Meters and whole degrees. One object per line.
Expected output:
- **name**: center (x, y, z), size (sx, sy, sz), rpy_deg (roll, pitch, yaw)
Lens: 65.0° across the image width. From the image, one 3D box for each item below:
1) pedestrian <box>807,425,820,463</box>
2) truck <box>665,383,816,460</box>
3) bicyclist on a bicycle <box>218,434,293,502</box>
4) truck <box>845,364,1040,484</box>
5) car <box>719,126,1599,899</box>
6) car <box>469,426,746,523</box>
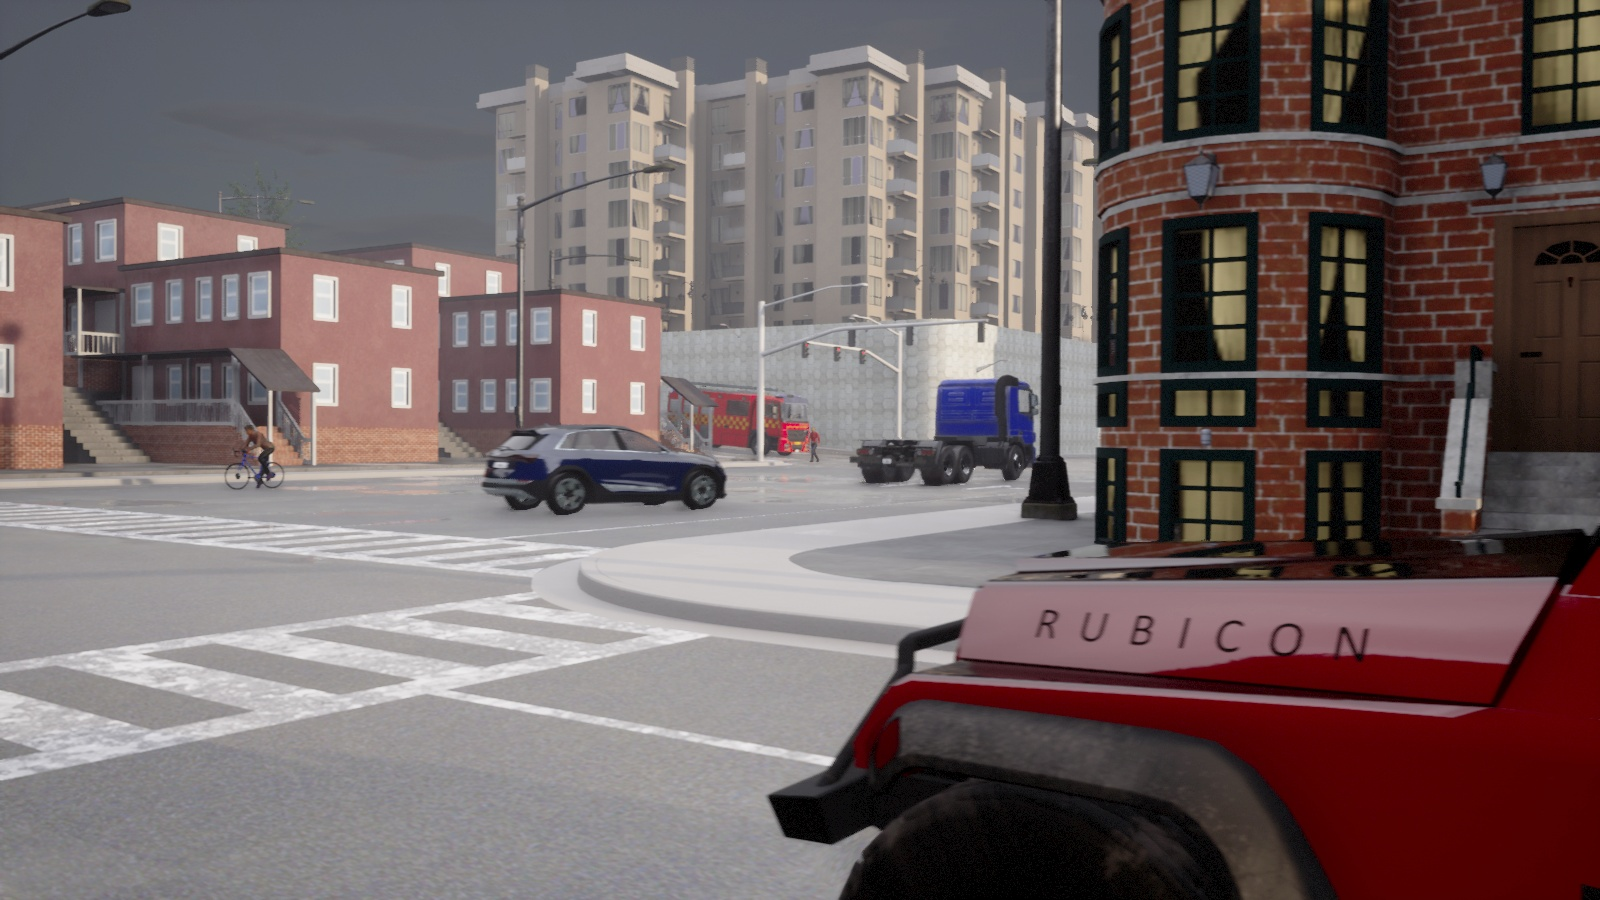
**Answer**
- **pedestrian**: center (0.664, -0.312, 62.038), size (0.331, 1.846, 0.636), rpy_deg (0, 1, 40)
- **truck**: center (-3.503, -1.729, 72.533), size (8.468, 3.827, 2.891), rpy_deg (5, 4, 33)
- **bicyclist on a bicycle**: center (-13.614, 0.431, 31.431), size (0.582, 1.620, 1.656), rpy_deg (0, 1, 33)
- **truck**: center (4.768, -0.810, 40.243), size (2.891, 3.462, 7.936), rpy_deg (0, 1, 33)
- **car**: center (1.980, 0.478, 2.309), size (3.866, 1.878, 1.905), rpy_deg (0, 1, 33)
- **car**: center (-3.579, 0.396, 23.944), size (4.856, 1.649, 2.033), rpy_deg (-1, 1, -40)
